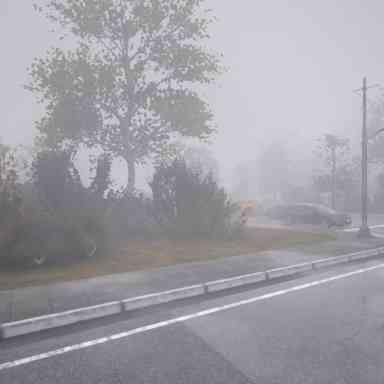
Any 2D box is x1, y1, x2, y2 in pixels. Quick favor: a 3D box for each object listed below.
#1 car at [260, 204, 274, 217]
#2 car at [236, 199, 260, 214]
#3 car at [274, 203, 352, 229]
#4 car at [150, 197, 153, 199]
[{"bbox_3d":[8.676,1.647,27.709,2.033,1.411,5.357,0,-1,-39],"label":"car"},{"bbox_3d":[5.563,1.587,37.028,2.097,1.767,4.553,0,-1,-42],"label":"car"},{"bbox_3d":[8.212,1.563,22.395,1.837,1.490,4.892,0,-1,-35],"label":"car"},{"bbox_3d":[-5.057,1.618,37.785,5.566,2.045,2.150,-2,-1,44],"label":"car"}]
